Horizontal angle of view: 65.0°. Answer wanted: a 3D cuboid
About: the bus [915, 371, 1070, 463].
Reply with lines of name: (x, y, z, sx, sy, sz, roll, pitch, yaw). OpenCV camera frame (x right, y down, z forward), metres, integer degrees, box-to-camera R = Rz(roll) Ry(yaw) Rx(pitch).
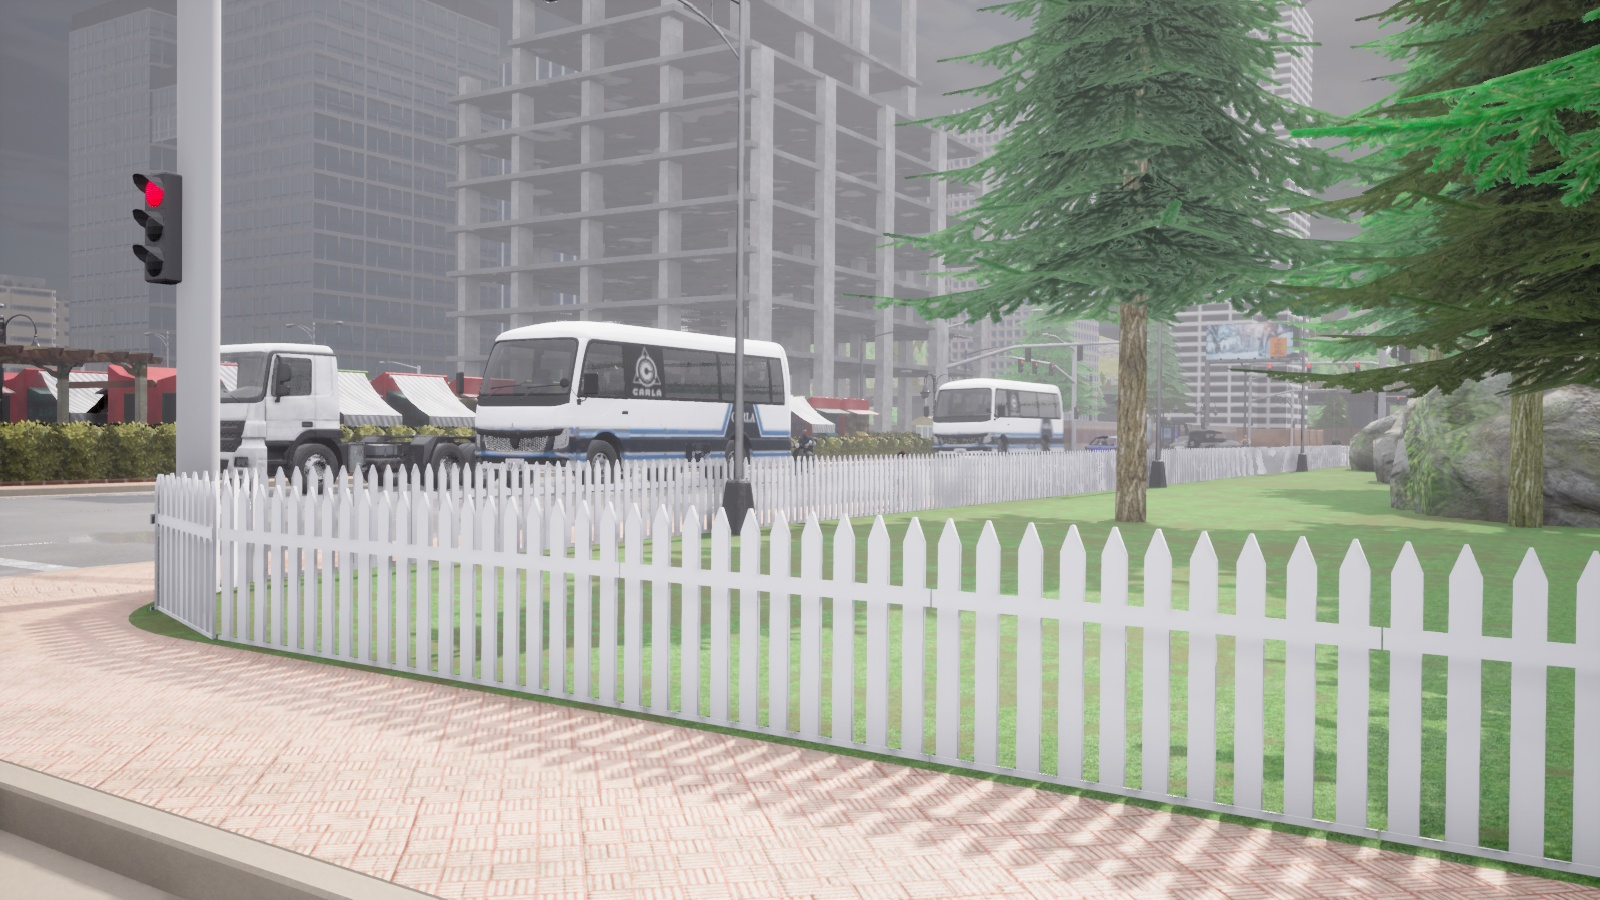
bus: (9.964, -1.606, 63.774, 3.944, 4.253, 10.273, -2, 0, 32)

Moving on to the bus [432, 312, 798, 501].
bus: (-4.467, -1.065, 33.699, 3.944, 4.253, 10.273, 0, 1, 32)

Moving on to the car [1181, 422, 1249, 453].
car: (26.389, -0.821, 79.923, 3.866, 1.878, 1.905, -1, 1, -26)

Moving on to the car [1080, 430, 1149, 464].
car: (14.279, -0.162, 56.946, 1.816, 1.474, 4.193, 0, 1, 32)

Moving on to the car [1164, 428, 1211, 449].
car: (28.794, -0.845, 93.194, 2.128, 1.511, 4.902, 0, 1, 32)

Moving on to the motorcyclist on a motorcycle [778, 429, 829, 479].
motorcyclist on a motorcycle: (0.136, 0.121, 41.217, 0.866, 1.590, 1.817, 0, 1, 30)

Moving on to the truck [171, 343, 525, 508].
truck: (-10.611, -0.571, 30.501, 2.891, 3.462, 7.936, 0, 1, 32)
